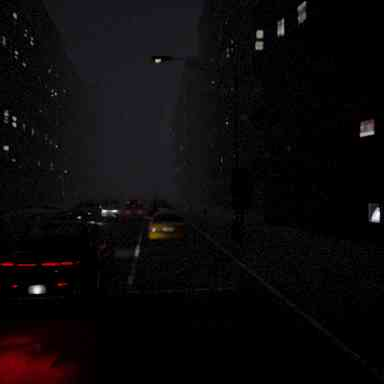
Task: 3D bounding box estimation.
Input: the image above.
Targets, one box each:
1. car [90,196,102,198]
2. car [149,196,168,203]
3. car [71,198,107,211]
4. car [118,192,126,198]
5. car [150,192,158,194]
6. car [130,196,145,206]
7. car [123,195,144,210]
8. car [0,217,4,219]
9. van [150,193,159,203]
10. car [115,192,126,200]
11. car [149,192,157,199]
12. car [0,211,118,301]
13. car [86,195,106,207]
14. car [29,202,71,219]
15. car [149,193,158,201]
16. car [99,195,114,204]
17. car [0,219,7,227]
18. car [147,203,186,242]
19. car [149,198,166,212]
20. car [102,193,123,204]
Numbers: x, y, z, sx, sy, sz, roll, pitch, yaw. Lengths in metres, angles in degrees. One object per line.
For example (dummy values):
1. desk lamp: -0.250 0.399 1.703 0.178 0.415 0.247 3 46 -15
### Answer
1. car: -12.953 1.386 41.950 1.887 1.381 4.507 1 0 -7
2. car: -2.590 1.342 26.542 1.967 1.590 4.097 1 0 -7
3. car: -8.448 1.448 26.622 2.033 1.411 5.357 0 0 -7
4. car: -17.740 1.231 80.438 2.008 1.369 4.403 1 0 -7
5. car: -6.693 1.210 59.531 1.967 1.590 4.097 1 0 -7
6. car: -8.321 1.353 50.876 2.033 1.411 5.357 0 0 -7
7. car: -7.012 1.373 40.645 1.812 1.442 4.674 0 0 -7
8. car: -9.535 1.527 14.459 1.802 1.307 4.206 1 0 -7
9. van: -7.375 1.088 65.028 1.690 1.788 3.998 1 0 -7
10. car: -18.419 0.971 85.936 2.192 1.841 5.009 1 0 -7
11. car: -10.793 0.943 92.520 2.192 1.841 5.009 1 0 -7
12. car: -3.048 1.471 8.302 1.837 1.490 4.892 0 0 -7
13. car: -13.635 1.259 47.449 1.967 1.590 4.097 1 0 -7
14. car: -10.881 1.431 25.287 1.752 1.417 4.829 1 0 -7
15. car: -8.744 1.141 76.026 1.967 1.590 4.097 1 0 -7
16. car: -15.005 1.318 58.445 1.887 1.381 4.507 1 0 -7
17. car: -6.094 1.570 7.657 1.895 1.301 4.718 0 0 -7
18. car: -1.246 1.467 15.714 1.752 1.417 4.829 1 0 -7
19. car: -3.960 1.442 37.538 1.802 1.307 4.206 1 0 -7
20. car: -10.371 1.108 42.872 1.994 1.385 4.181 0 0 -7
